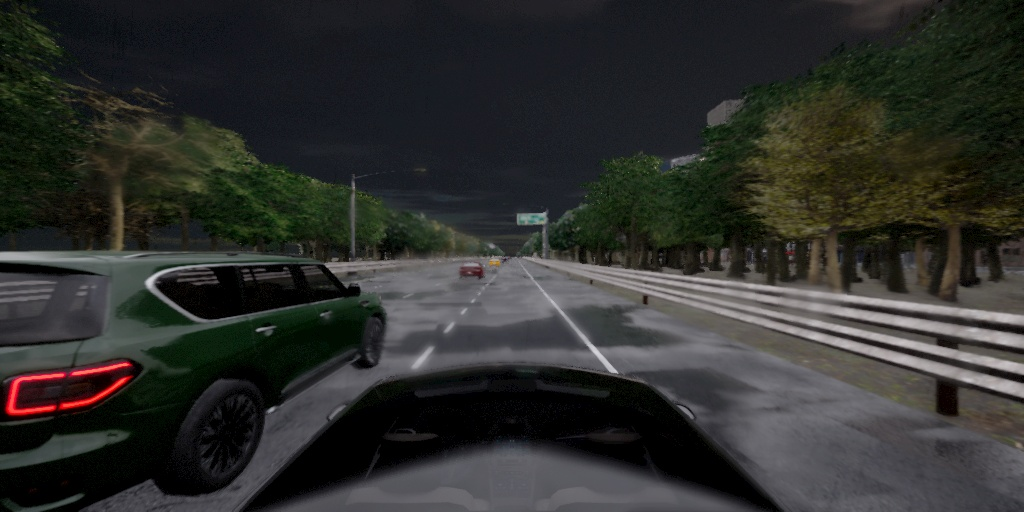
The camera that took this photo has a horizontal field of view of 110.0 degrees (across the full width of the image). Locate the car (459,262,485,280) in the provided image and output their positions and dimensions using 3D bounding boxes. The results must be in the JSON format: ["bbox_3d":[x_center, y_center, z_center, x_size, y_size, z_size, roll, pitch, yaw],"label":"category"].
[{"bbox_3d":[-3.440,1.234,31.761,1.882,1.535,5.008,0,0,0],"label":"car"}]

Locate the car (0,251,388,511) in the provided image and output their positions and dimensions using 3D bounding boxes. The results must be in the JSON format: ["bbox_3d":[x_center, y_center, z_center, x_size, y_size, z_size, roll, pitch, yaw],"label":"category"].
[{"bbox_3d":[-3.500,0.972,4.654,2.150,2.045,5.566,0,0,0],"label":"car"}]
